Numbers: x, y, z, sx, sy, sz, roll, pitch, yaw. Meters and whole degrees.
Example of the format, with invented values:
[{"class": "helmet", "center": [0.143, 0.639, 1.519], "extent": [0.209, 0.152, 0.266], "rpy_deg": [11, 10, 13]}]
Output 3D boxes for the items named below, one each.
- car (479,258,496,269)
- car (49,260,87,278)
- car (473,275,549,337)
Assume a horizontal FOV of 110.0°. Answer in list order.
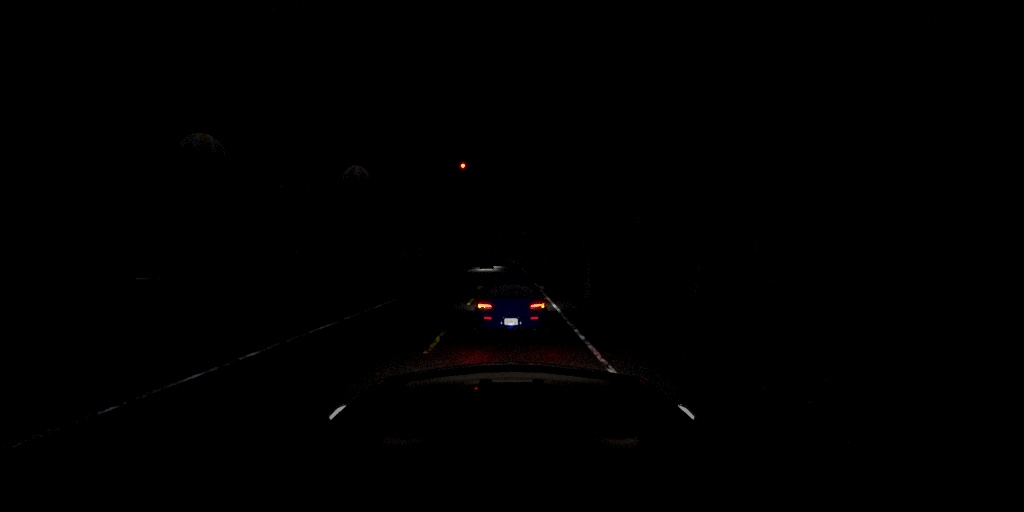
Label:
[{"class": "car", "center": [-3.802, 1.268, 53.727], "extent": [1.994, 1.385, 4.181], "rpy_deg": [0, 0, 0]}, {"class": "car", "center": [-33.511, 1.012, 28.324], "extent": [4.181, 1.385, 1.994], "rpy_deg": [1, 0, -1]}, {"class": "car", "center": [-0.030, 1.273, 10.165], "extent": [1.812, 1.442, 4.674], "rpy_deg": [0, 0, 0]}]
